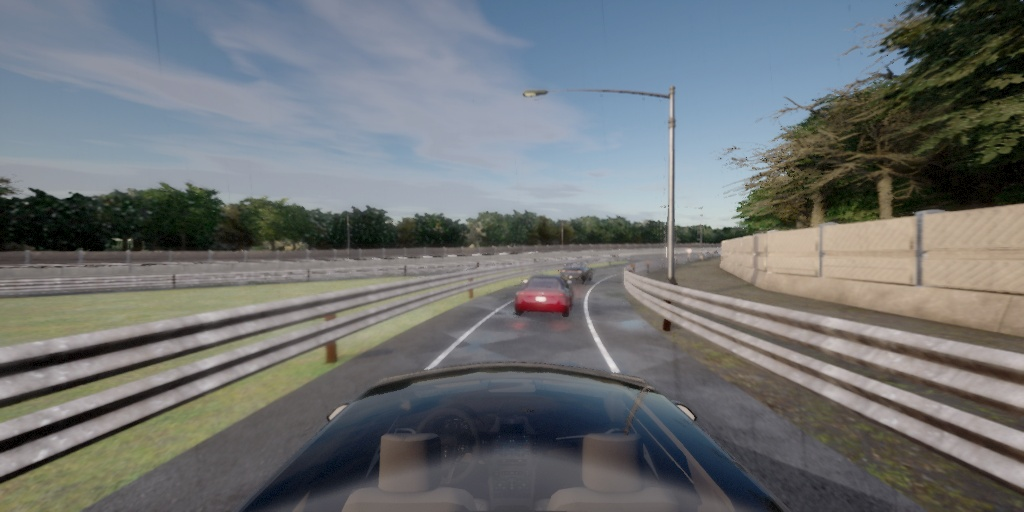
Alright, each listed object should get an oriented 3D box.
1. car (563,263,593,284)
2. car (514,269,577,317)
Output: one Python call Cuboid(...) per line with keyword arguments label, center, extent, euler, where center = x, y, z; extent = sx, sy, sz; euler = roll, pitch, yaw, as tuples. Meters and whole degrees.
Cuboid(label="car", center=(5.050, 1.287, 27.729), extent=(2.128, 1.511, 4.902), euler=(1, 1, 21))
Cuboid(label="car", center=(1.356, 1.414, 13.985), extent=(1.994, 1.385, 4.181), euler=(0, 0, 11))
